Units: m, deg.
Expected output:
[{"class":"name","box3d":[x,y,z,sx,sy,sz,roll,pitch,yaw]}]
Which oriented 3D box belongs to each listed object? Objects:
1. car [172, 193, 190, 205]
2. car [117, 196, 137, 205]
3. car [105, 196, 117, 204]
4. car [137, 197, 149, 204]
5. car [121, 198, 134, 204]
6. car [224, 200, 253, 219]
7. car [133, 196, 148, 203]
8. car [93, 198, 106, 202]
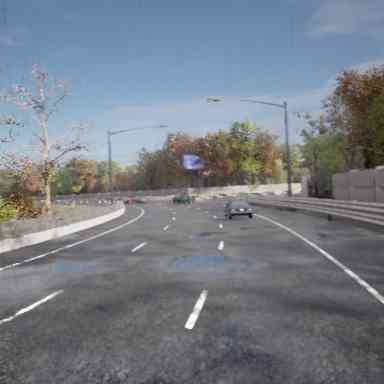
[{"class":"car","box3d":[-2.039,1.251,62.061,2.150,2.045,5.566,-3,0,-18]},{"class":"car","box3d":[-14.643,2.080,74.587,1.882,1.535,5.008,-3,0,-27]},{"class":"car","box3d":[-19.426,2.316,83.169,1.837,1.490,4.892,-3,0,-32]},{"class":"car","box3d":[-11.449,1.976,76.017,2.128,1.511,4.902,-3,0,-27]},{"class":"car","box3d":[-16.541,2.274,85.166,1.895,1.301,4.718,-3,0,-32]},{"class":"car","box3d":[3.632,1.347,26.688,2.033,1.411,5.357,-3,0,1]},{"class":"car","box3d":[-13.515,2.013,86.909,1.882,1.535,5.008,-3,0,-32]},{"class":"car","box3d":[-25.362,2.439,91.743,2.033,1.411,5.357,-3,0,-40]}]
